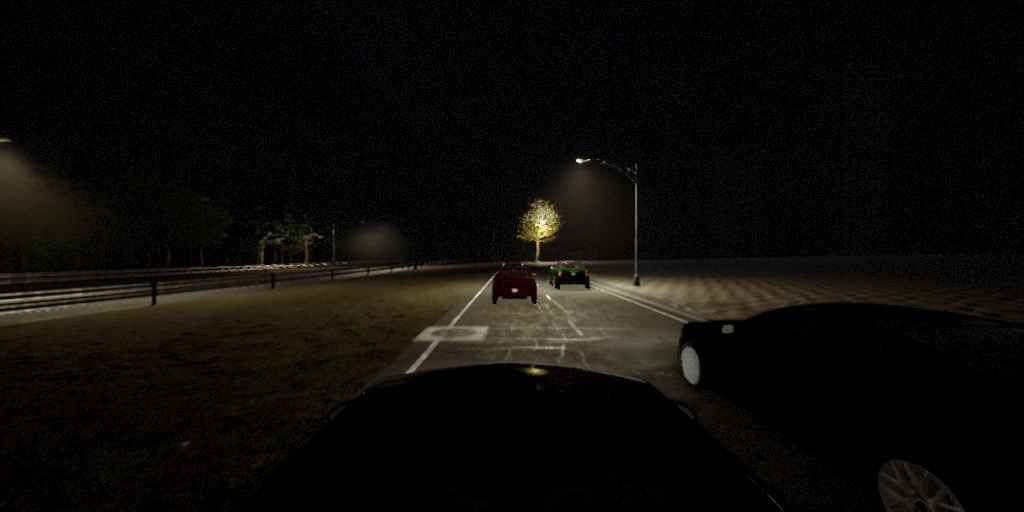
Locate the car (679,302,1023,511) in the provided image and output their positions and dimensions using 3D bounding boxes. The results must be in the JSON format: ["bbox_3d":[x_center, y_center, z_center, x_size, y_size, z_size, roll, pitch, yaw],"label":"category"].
[{"bbox_3d":[3.603,1.227,3.776,1.882,1.535,5.008,0,0,0],"label":"car"}]

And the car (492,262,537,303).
[{"bbox_3d":[0.114,1.214,16.644,1.882,1.535,5.008,0,0,0],"label":"car"}]

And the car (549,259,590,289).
[{"bbox_3d":[3.601,1.081,23.117,2.097,1.767,4.553,0,0,0],"label":"car"}]
